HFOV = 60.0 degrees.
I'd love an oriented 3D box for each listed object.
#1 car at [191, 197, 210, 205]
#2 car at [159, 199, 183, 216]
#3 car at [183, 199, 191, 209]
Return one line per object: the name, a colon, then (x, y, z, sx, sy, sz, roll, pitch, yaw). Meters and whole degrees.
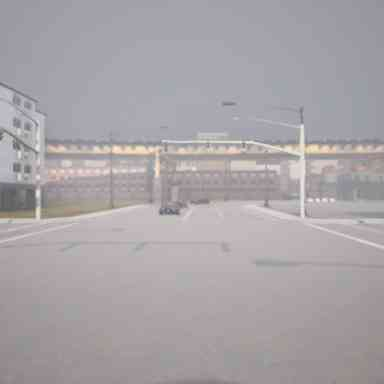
car: (1.541, 1.773, 65.351, 2.033, 1.411, 5.357, 0, 0, 33)
car: (-2.297, 1.698, 34.797, 1.994, 1.385, 4.181, 0, 0, 2)
car: (-1.717, 1.746, 49.241, 1.994, 1.385, 4.181, 0, 0, 3)
